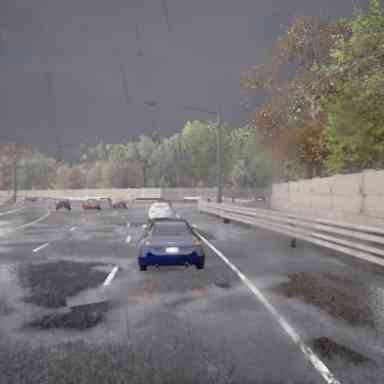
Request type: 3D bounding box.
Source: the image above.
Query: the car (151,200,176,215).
[{"bbox_3d":[-3.055,1.629,36.862,2.033,1.411,5.357,0,0,3],"label":"car"}]

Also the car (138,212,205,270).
[{"bbox_3d":[-0.742,1.588,11.224,1.994,1.385,4.181,0,0,-6],"label":"car"}]

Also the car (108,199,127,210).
[{"bbox_3d":[-10.342,1.654,46.135,1.812,1.442,4.674,0,0,-24],"label":"car"}]

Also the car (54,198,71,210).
[{"bbox_3d":[-17.725,1.662,45.433,1.837,1.490,4.892,0,0,-26],"label":"car"}]

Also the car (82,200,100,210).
[{"bbox_3d":[-13.687,1.704,45.038,1.994,1.385,4.181,0,0,-24],"label":"car"}]

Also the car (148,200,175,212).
[{"bbox_3d":[-2.518,1.586,26.778,1.812,1.442,4.674,0,0,-6],"label":"car"}]
